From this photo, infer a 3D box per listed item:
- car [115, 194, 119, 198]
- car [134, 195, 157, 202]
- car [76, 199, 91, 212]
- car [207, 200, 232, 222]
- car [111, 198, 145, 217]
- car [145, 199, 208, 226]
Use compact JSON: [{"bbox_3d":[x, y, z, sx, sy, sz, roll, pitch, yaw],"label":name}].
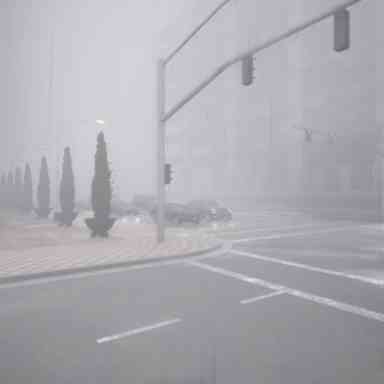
[{"bbox_3d":[-10.860,1.321,44.260,2.150,2.045,5.566,0,0,-36],"label":"car"},{"bbox_3d":[-4.368,1.317,35.067,2.150,2.045,5.566,0,0,-35],"label":"car"},{"bbox_3d":[-12.946,1.584,41.142,2.128,1.511,4.902,0,0,-35],"label":"car"},{"bbox_3d":[1.220,1.446,27.182,2.097,1.767,4.553,0,0,-35],"label":"car"},{"bbox_3d":[-6.968,1.637,32.684,2.033,1.411,5.357,0,0,-35],"label":"car"},{"bbox_3d":[-1.259,1.564,24.625,1.882,1.535,5.008,0,0,-35],"label":"car"}]
